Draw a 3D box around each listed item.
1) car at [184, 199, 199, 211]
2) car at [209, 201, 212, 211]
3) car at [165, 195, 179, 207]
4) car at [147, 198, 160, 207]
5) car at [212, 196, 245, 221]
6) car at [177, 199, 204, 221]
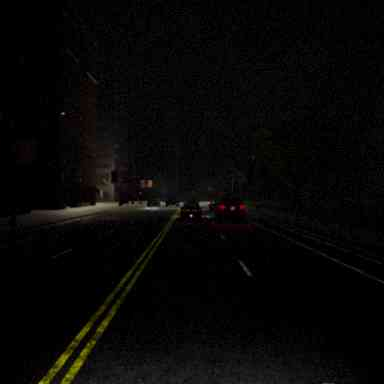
[{"bbox_3d":[-0.034,1.751,44.445,1.837,1.490,4.892,0,-1,0],"label":"car"},{"bbox_3d":[3.212,1.846,44.009,1.895,1.301,4.718,0,0,0],"label":"car"},{"bbox_3d":[-3.409,1.531,57.557,2.150,2.045,5.566,0,0,0],"label":"car"},{"bbox_3d":[-6.659,1.818,57.453,2.128,1.511,4.902,0,0,0],"label":"car"},{"bbox_3d":[3.201,1.381,28.763,2.150,2.045,5.566,0,0,0],"label":"car"},{"bbox_3d":[-0.043,1.666,29.117,1.837,1.490,4.892,0,0,1],"label":"car"}]
